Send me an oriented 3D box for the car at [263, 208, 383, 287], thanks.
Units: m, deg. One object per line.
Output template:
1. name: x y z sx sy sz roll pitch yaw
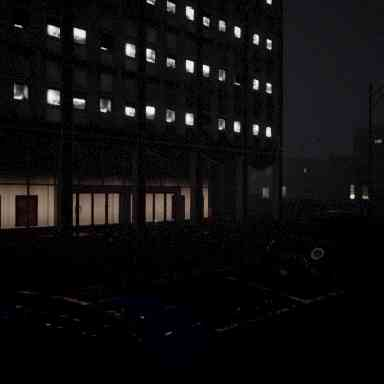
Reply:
1. car: 3.863 1.441 9.316 4.097 1.590 1.967 0 0 -36

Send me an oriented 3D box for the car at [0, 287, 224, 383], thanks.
1. car: -2.087 1.477 1.890 5.008 1.535 1.882 0 0 -36

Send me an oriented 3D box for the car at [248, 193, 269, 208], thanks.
1. car: 8.600 1.168 43.743 2.192 1.841 5.009 1 0 -35

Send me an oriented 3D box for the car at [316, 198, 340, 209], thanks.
1. car: 14.404 1.442 39.893 2.033 1.411 5.357 0 0 -35

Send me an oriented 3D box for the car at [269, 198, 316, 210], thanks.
1. car: 11.746 1.427 39.188 2.008 1.369 4.403 1 0 -35

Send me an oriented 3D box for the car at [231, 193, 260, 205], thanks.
1. car: 9.197 1.168 57.616 2.192 1.841 5.009 1 0 -35

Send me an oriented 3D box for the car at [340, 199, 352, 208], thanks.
1. car: 18.544 1.447 44.091 1.752 1.417 4.829 1 0 -35

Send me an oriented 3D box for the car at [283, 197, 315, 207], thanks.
1. car: 15.492 1.481 48.507 1.802 1.307 4.206 1 0 -35
